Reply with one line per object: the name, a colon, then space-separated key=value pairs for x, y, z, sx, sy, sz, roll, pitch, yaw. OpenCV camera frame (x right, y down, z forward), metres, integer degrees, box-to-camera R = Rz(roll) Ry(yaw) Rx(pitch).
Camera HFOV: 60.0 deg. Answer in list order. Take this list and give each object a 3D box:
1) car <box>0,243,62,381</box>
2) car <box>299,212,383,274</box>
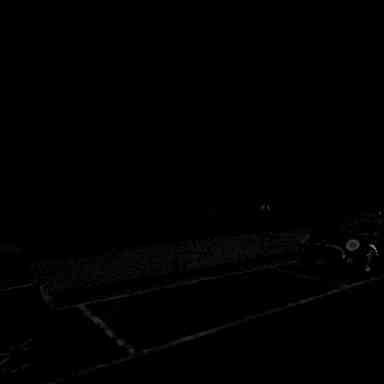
car: x=-3.810 y=1.447 z=3.812 sx=4.097 sy=1.590 sz=1.967 roll=0 pitch=0 yaw=-36
car: x=5.128 y=1.378 z=10.228 sx=4.097 sy=1.590 sz=1.967 roll=0 pitch=0 yaw=-36
